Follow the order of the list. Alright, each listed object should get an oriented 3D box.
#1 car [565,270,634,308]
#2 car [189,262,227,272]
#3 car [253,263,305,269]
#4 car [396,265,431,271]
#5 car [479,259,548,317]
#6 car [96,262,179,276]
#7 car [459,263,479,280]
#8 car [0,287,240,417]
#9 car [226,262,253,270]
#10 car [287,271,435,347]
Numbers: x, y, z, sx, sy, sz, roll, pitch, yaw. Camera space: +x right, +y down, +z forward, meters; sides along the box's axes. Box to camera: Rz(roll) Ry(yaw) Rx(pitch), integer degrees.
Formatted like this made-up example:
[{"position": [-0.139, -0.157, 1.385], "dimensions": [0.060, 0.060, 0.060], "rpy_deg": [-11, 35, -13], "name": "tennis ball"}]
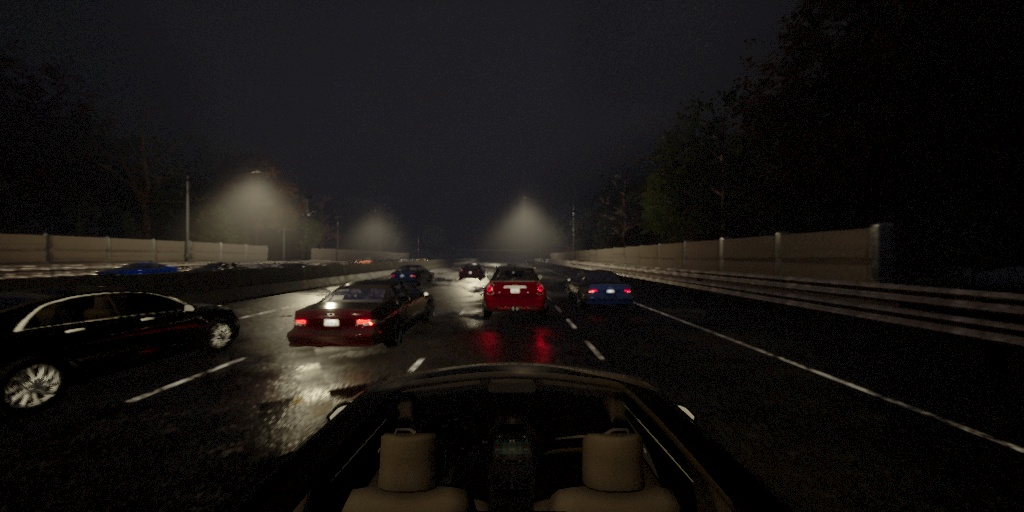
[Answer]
[{"position": [3.510, 1.302, 15.210], "dimensions": [2.033, 1.411, 5.357], "rpy_deg": [0, 0, 0], "name": "car"}, {"position": [-24.594, 1.272, 30.173], "dimensions": [1.837, 1.490, 4.892], "rpy_deg": [0, 0, 0], "name": "car"}, {"position": [-17.597, 1.291, 28.249], "dimensions": [1.812, 1.442, 4.674], "rpy_deg": [0, 0, 0], "name": "car"}, {"position": [-6.901, 1.311, 25.082], "dimensions": [2.033, 1.411, 5.357], "rpy_deg": [0, 0, 0], "name": "car"}, {"position": [0.100, 1.108, 13.381], "dimensions": [2.097, 1.767, 4.553], "rpy_deg": [0, 0, 0], "name": "car"}, {"position": [-28.095, 1.242, 27.084], "dimensions": [1.882, 1.535, 5.008], "rpy_deg": [0, 0, 0], "name": "car"}, {"position": [-3.397, 1.332, 31.208], "dimensions": [1.994, 1.385, 4.181], "rpy_deg": [0, 0, 0], "name": "car"}, {"position": [-6.899, 1.257, 5.900], "dimensions": [1.837, 1.490, 4.892], "rpy_deg": [0, 0, 0], "name": "car"}, {"position": [-21.093, 1.331, 30.036], "dimensions": [1.994, 1.385, 4.181], "rpy_deg": [0, 0, 0], "name": "car"}, {"position": [-3.399, 1.301, 9.256], "dimensions": [2.033, 1.411, 5.357], "rpy_deg": [0, 0, 0], "name": "car"}]
